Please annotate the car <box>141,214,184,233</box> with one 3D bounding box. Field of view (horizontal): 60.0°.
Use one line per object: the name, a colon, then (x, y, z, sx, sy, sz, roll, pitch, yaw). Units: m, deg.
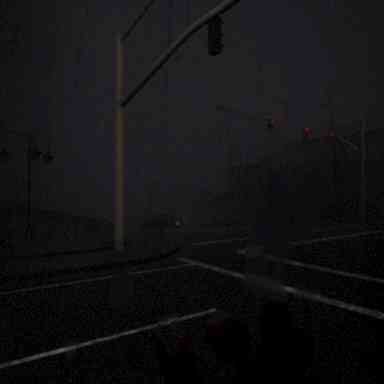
car: (-2.614, 2.640, 28.477, 2.128, 1.511, 4.902, 0, -9, -36)
